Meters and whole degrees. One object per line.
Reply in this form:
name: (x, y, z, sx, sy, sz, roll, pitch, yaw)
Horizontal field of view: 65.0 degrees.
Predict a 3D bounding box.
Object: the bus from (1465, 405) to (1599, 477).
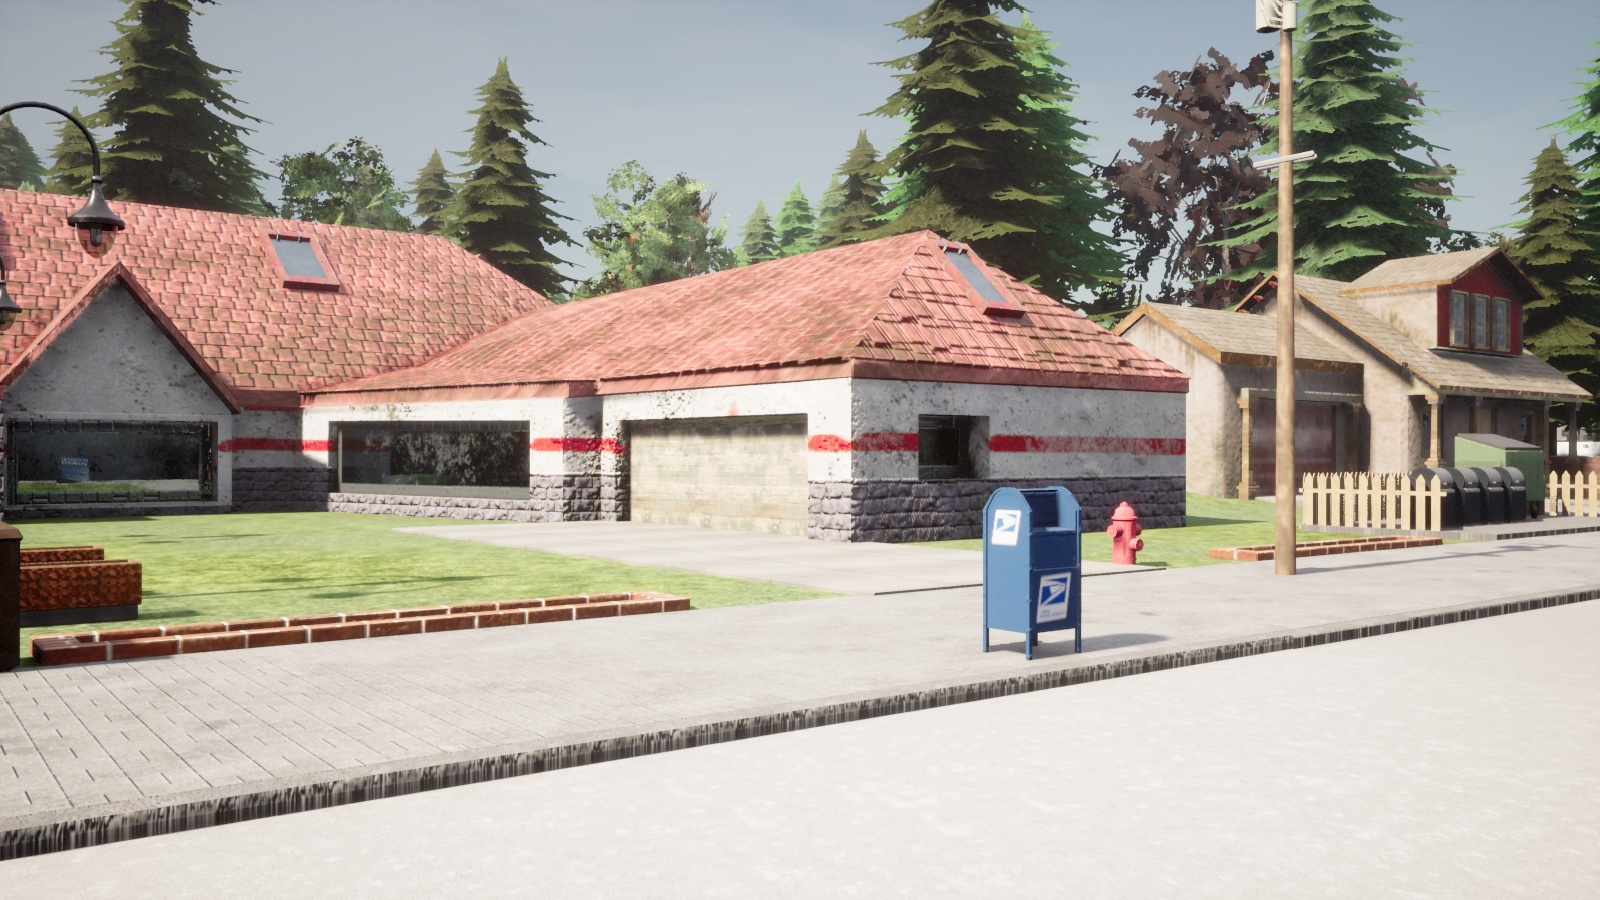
bus: (47.497, -0.542, 77.922, 3.944, 4.253, 10.273, 0, 0, -37)
